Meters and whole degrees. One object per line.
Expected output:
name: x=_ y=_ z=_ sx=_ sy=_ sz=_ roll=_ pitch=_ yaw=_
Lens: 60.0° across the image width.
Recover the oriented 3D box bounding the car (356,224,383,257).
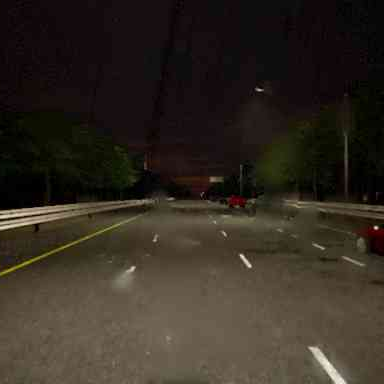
car: x=7.004 y=1.504 z=10.313 sx=1.882 sy=1.535 sz=5.008 roll=0 pitch=0 yaw=0

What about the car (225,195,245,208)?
car: x=7.141 y=1.560 z=53.628 sx=2.150 sy=2.045 sz=5.566 roll=0 pitch=-1 yaw=0

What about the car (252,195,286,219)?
car: x=7.042 y=1.324 z=30.794 sx=2.150 sy=2.045 sz=5.566 roll=0 pitch=0 yaw=0

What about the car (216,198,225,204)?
car: x=7.313 y=2.163 z=78.264 sx=1.837 sy=1.490 sz=4.892 roll=0 pitch=-1 yaw=0
